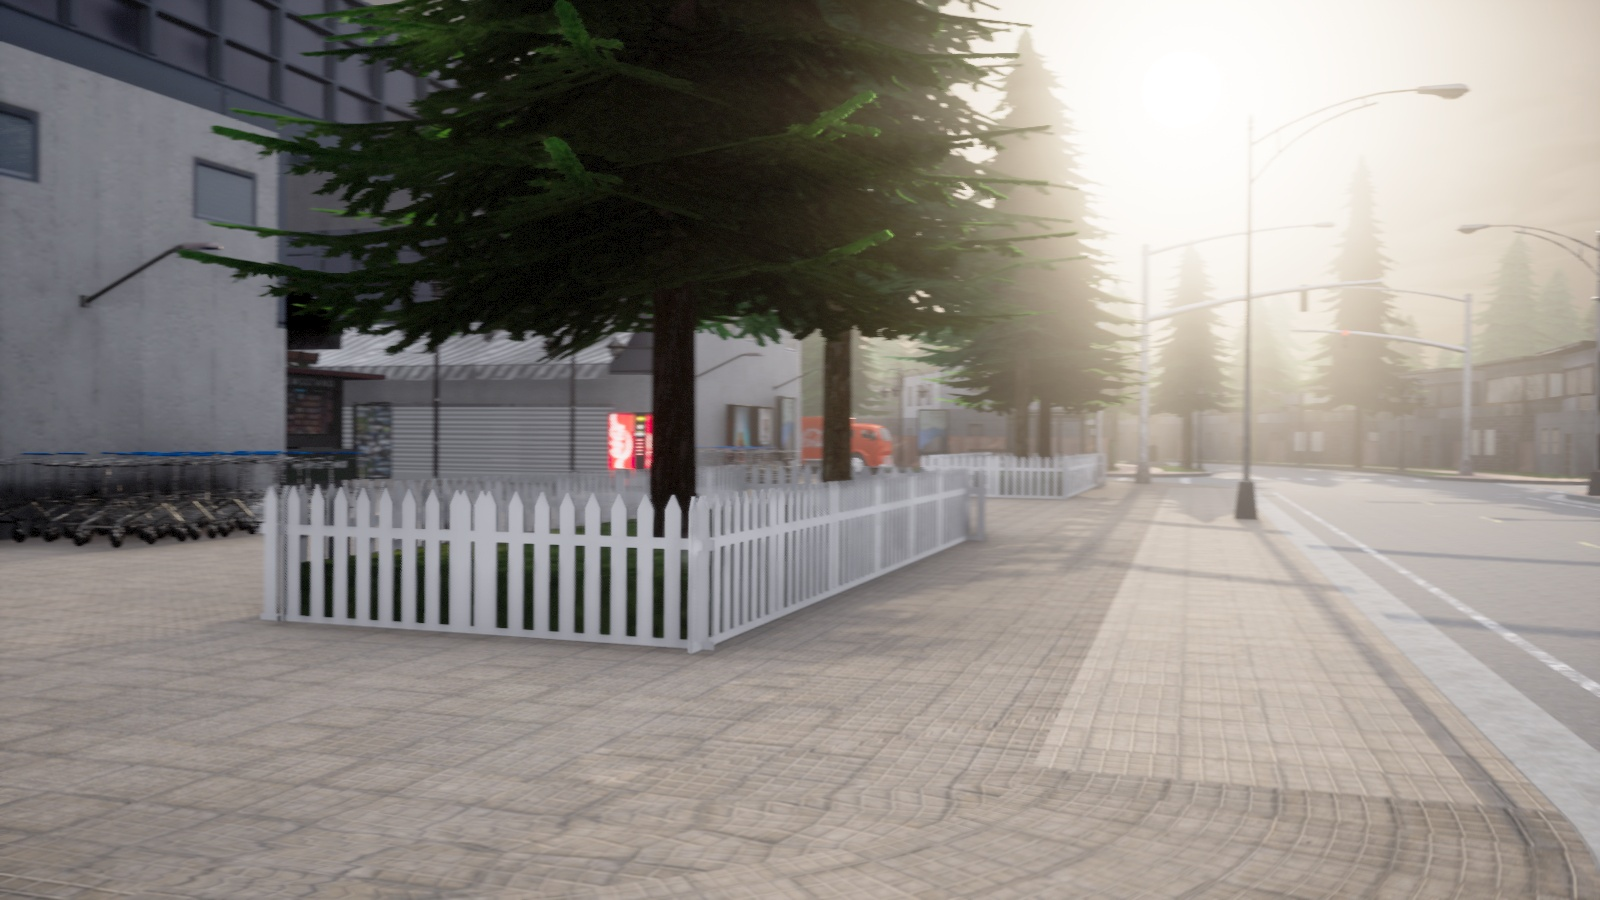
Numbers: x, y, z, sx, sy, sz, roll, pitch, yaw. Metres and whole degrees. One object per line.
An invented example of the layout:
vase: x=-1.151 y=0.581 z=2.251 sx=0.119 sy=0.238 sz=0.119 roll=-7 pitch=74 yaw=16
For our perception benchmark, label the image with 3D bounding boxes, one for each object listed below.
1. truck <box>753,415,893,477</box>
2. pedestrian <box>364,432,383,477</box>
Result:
truck: x=0.977 y=-0.170 z=52.015 sx=5.204 sy=2.467 sz=2.627 roll=-1 pitch=1 yaw=19
pedestrian: x=-18.614 y=0.204 z=54.792 sx=0.692 sy=1.930 sz=0.395 roll=0 pitch=1 yaw=25
